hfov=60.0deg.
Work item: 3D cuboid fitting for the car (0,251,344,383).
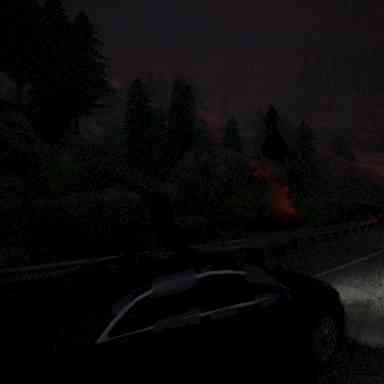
[{"bbox_3d":[-0.026,1.504,4.041,4.902,1.511,2.128,0,0,-38],"label":"car"}]
